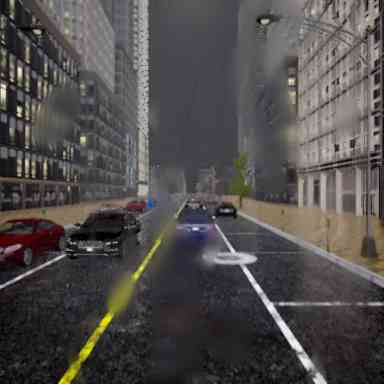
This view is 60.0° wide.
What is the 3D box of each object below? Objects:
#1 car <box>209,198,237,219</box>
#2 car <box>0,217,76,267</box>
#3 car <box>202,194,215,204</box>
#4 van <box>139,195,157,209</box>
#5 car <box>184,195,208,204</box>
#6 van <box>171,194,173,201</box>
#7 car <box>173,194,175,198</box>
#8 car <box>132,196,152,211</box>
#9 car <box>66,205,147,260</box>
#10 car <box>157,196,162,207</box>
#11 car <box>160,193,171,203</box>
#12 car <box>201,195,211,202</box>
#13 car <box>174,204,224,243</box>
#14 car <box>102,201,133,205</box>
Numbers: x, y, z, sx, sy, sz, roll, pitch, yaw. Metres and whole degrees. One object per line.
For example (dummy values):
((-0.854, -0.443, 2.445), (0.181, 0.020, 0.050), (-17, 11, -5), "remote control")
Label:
((2.773, 1.490, 28.297), (1.947, 1.339, 4.313), (0, 0, 0), "car")
((-5.657, 1.549, 11.256), (1.802, 1.307, 4.206), (0, 0, 0), "car")
((2.841, 1.295, 51.064), (1.967, 1.590, 4.097), (0, 0, 0), "car")
((-5.573, 1.227, 39.718), (1.690, 1.788, 3.998), (0, 0, 0), "van")
((0.196, 1.397, 34.324), (2.128, 1.511, 4.902), (0, 0, 0), "car")
((-5.490, 1.136, 68.179), (1.690, 1.788, 3.998), (0, 0, 0), "van")
((-5.475, 1.341, 73.872), (1.947, 1.339, 4.313), (0, 0, 0), "car")
((-5.591, 1.448, 34.026), (1.887, 1.381, 4.507), (0, 0, 0), "car")
((-3.064, 1.470, 12.429), (1.837, 1.490, 4.892), (0, 0, 0), "car")
((-5.558, 1.450, 45.411), (1.802, 1.307, 4.206), (0, 0, 0), "car")
((-5.507, 1.254, 62.486), (1.967, 1.590, 4.097), (0, 0, 0), "car")
((2.890, 1.324, 68.310), (1.752, 1.417, 4.829), (0, 0, 0), "car")
((0.141, 1.505, 15.677), (2.033, 1.411, 5.357), (0, 0, 0), "car")
((-5.624, 1.487, 22.642), (2.008, 1.369, 4.403), (0, 0, 0), "car")
